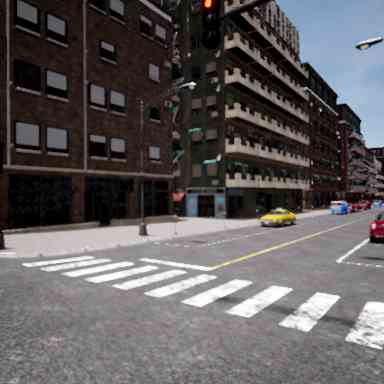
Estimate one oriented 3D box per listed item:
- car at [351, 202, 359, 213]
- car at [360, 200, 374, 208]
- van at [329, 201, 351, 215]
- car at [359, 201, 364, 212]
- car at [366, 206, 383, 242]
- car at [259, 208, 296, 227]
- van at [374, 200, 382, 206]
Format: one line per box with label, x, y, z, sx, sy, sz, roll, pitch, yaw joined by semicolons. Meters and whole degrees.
car;23.303;2.358;50.109;1.967;1.590;4.097;-2;-2;35
car;33.040;2.497;63.983;2.192;1.841;5.009;-2;-2;35
van;20.055;2.171;45.488;1.690;1.788;3.998;-2;-2;35
car;26.550;2.551;54.730;1.887;1.381;4.507;-2;-2;35
car;10.633;1.748;17.594;1.967;1.590;4.097;-2;-2;35
car;6.975;2.001;26.849;1.752;1.417;4.829;-2;-2;35
van;45.988;2.877;82.502;1.690;1.788;3.998;-2;-2;35
